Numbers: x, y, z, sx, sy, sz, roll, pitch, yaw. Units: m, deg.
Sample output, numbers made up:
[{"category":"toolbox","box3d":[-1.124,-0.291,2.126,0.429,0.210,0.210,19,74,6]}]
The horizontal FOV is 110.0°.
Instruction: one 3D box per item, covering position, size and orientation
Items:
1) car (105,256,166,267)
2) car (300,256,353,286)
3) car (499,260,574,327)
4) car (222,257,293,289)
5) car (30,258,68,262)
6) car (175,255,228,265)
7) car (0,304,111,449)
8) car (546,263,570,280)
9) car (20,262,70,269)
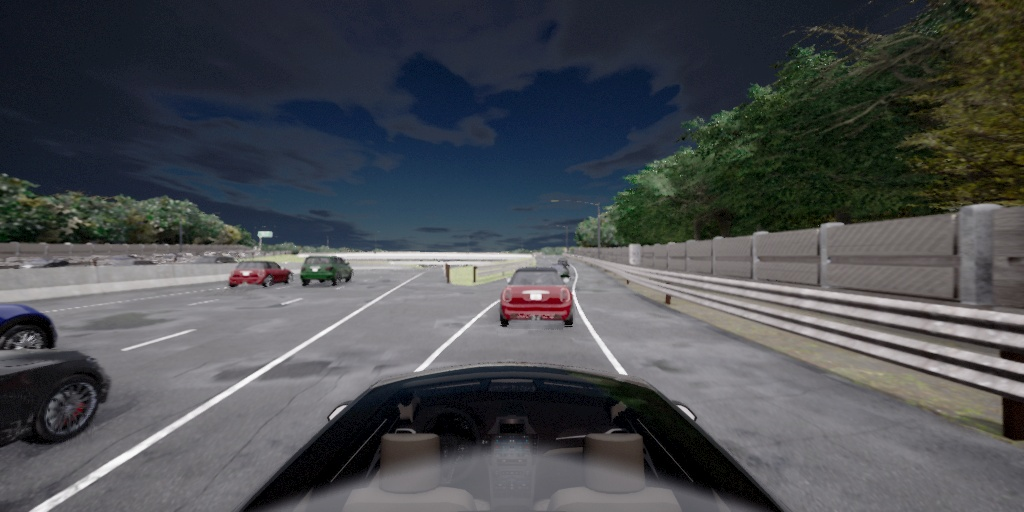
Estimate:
[{"category":"car","box3d":[-31.783,1.110,29.654,2.097,1.767,4.553,0,-1,-10]},{"category":"car","box3d":[-13.046,0.999,25.517,2.150,2.045,5.566,0,0,-10]},{"category":"car","box3d":[0.844,1.131,11.886,2.097,1.767,4.553,0,0,5]},{"category":"car","box3d":[-16.228,1.102,23.454,2.097,1.767,4.553,0,0,-10]},{"category":"car","box3d":[-50.991,0.966,39.240,2.128,1.511,4.902,1,0,-26]},{"category":"car","box3d":[-29.144,1.046,34.748,2.150,2.045,5.566,0,-1,-10]},{"category":"car","box3d":[-5.336,1.251,2.173,1.812,1.442,4.674,0,0,-10]},{"category":"car","box3d":[4.345,1.429,33.688,1.994,1.385,4.181,0,0,11]},{"category":"car","box3d":[-9.250,1.057,4.693,2.097,1.767,4.553,0,0,-10]}]
